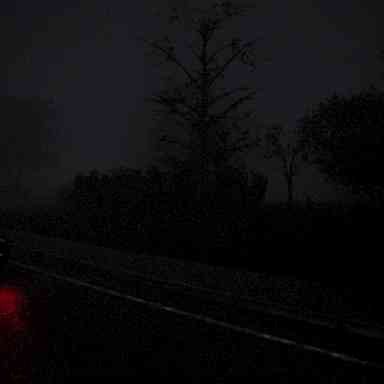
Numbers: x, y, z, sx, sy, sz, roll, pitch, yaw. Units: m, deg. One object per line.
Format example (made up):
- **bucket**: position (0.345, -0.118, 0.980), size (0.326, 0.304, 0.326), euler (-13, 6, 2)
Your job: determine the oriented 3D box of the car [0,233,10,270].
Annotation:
- **car**: position (-7.156, 1.502, 9.881), size (4.902, 1.511, 2.128), euler (0, 0, 40)
